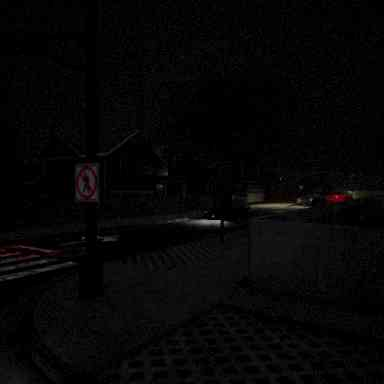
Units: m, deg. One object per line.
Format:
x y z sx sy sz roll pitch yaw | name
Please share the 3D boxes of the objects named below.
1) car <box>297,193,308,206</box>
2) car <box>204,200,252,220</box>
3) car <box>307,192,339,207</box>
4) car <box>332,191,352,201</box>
15.907 0.978 45.263 2.097 1.767 4.553 0 1 36 | car
3.023 1.363 26.480 2.033 1.411 5.357 0 1 34 | car
16.044 1.144 40.542 1.882 1.535 5.008 0 1 35 | car
21.892 0.800 48.705 2.150 2.045 5.566 0 1 38 | car
